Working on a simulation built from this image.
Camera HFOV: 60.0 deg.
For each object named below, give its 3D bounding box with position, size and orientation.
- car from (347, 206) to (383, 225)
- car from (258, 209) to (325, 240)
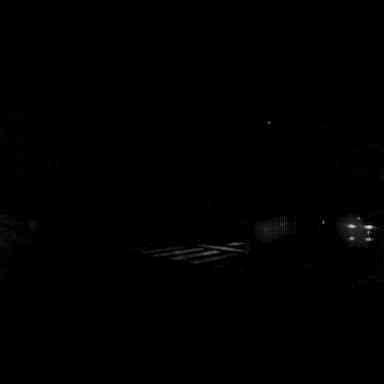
[{"bbox_3d":[13.952,1.808,26.259,4.181,1.385,1.994,0,-2,-42],"label":"car"},{"bbox_3d":[5.599,1.707,18.544,4.902,1.511,2.128,0,-2,-43],"label":"car"}]
